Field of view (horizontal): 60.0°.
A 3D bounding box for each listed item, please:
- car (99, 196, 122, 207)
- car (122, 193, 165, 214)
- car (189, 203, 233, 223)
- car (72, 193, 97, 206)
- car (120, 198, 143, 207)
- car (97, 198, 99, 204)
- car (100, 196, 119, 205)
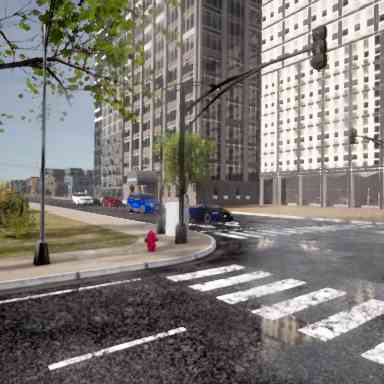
[{"bbox_3d":[-12.279,1.491,51.347,1.812,1.442,4.674,1,0,-33],"label":"car"},{"bbox_3d":[-4.886,1.154,34.251,2.150,2.045,5.566,1,1,-34],"label":"car"},{"bbox_3d":[1.220,1.521,25.121,1.994,1.385,4.181,1,0,-34],"label":"car"},{"bbox_3d":[-17.592,1.132,53.391,2.150,2.045,5.566,1,-1,-34],"label":"car"},{"bbox_3d":[-9.785,1.614,53.415,1.895,1.301,4.718,1,0,-34],"label":"car"},{"bbox_3d":[-18.033,1.513,59.893,1.994,1.385,4.181,1,0,-34],"label":"car"},{"bbox_3d":[-15.333,1.523,61.702,1.812,1.442,4.674,1,0,-34],"label":"car"}]
